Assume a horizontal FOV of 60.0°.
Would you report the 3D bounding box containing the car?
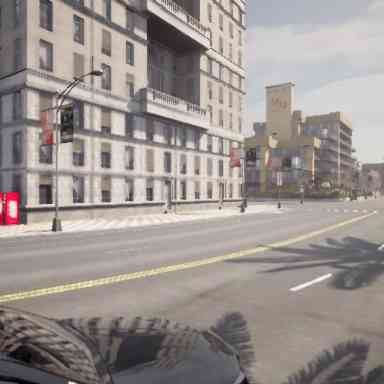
[{"bbox_3d":[-1.632,1.517,2.115,4.674,1.442,1.812,0,0,-36],"label":"car"}]
